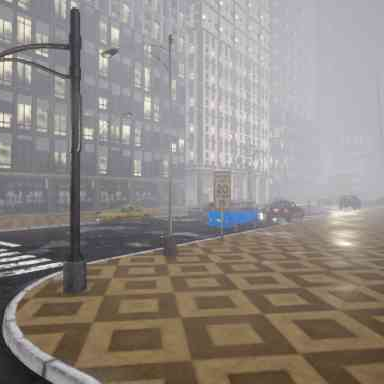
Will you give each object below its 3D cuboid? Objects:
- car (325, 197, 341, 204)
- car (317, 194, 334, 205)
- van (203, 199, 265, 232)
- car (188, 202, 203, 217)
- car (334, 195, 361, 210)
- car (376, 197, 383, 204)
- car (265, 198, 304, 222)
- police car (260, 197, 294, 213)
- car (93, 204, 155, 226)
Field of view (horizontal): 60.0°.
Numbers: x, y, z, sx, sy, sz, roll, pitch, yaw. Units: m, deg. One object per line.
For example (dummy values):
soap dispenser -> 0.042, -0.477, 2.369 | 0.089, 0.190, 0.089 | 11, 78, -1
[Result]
car -> 28.455, 1.624, 66.966 | 2.008, 1.369, 4.403 | 0, 0, 38
car -> 25.066, 1.381, 62.554 | 2.192, 1.841, 5.009 | 0, 0, 38
van -> 2.638, 1.368, 20.230 | 1.690, 1.788, 3.998 | 0, 0, 38
car -> 1.344, 1.604, 31.665 | 1.802, 1.307, 4.206 | 0, 0, 38
car -> 21.149, 1.368, 44.515 | 2.192, 1.841, 5.009 | 0, 0, 38
car -> 38.092, 1.658, 66.577 | 1.947, 1.339, 4.313 | 0, 0, 38
car -> 7.593, 1.472, 26.864 | 1.967, 1.590, 4.097 | 0, 0, 38
police car -> 9.953, 1.459, 38.662 | 1.930, 1.638, 5.238 | 0, 0, 38
car -> -4.755, 1.540, 23.935 | 1.752, 1.417, 4.829 | 0, 0, 38
